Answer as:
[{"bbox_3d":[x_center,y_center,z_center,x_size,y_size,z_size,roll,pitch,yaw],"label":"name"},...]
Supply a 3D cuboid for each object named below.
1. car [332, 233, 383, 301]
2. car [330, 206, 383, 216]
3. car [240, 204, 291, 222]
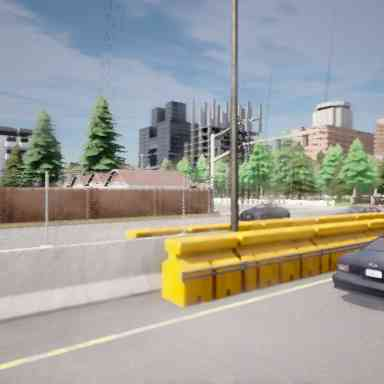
[{"bbox_3d":[5.399,1.552,7.602,5.357,1.411,2.033,0,0,-36],"label":"car"},{"bbox_3d":[9.733,1.557,19.419,5.357,1.411,2.033,0,0,-35],"label":"car"},{"bbox_3d":[5.600,1.579,25.085,4.181,1.385,1.994,0,0,-39],"label":"car"}]
